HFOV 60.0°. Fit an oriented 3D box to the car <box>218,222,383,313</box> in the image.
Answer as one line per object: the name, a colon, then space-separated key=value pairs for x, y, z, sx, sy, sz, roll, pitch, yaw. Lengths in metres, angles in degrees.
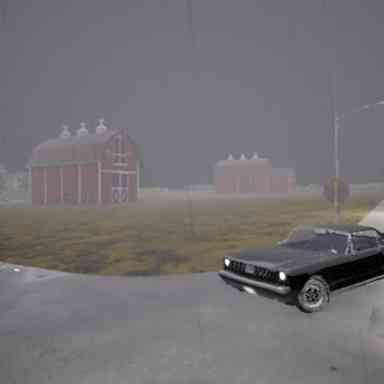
car: x=2.899 y=1.404 z=7.273 sx=4.718 sy=1.301 sz=1.895 roll=-3 pitch=0 yaw=-33
